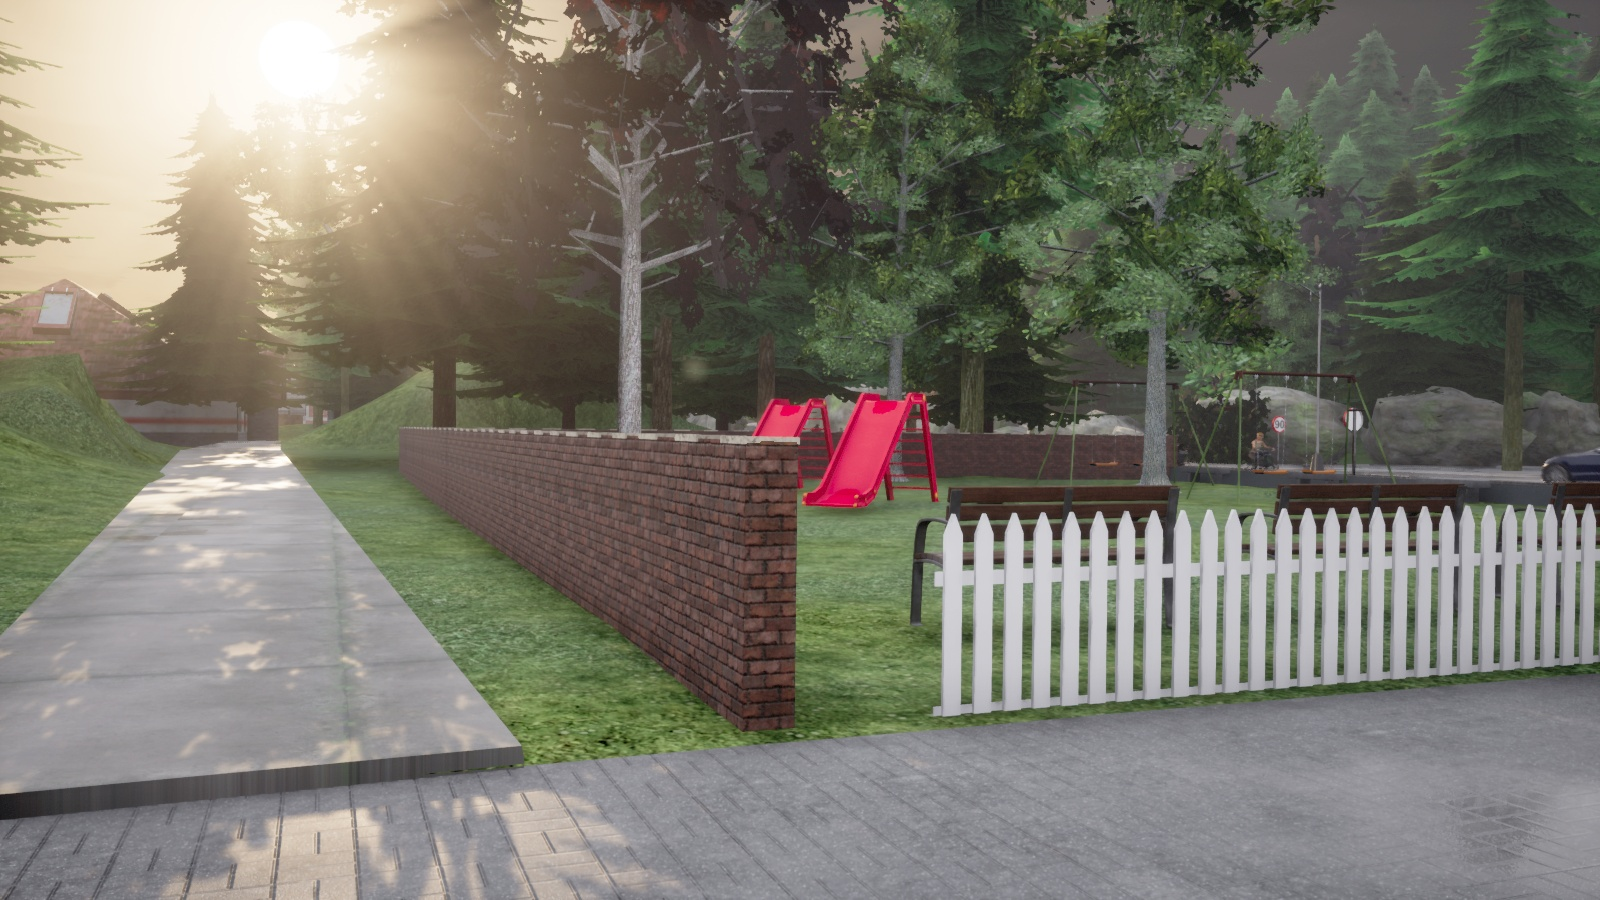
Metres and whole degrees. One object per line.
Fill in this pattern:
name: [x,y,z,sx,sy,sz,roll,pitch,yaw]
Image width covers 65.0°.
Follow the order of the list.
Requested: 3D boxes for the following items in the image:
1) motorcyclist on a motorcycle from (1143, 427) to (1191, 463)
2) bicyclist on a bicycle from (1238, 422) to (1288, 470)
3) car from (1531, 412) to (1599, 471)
motorcyclist on a motorcycle: [16.114,-0.239,55.175,0.866,1.530,2.191,-1,1,-21]
bicyclist on a bicycle: [16.149,-0.153,43.860,0.866,1.612,1.509,-1,1,-21]
car: [23.644,-0.254,35.401,2.152,1.651,5.027,-1,1,-21]
